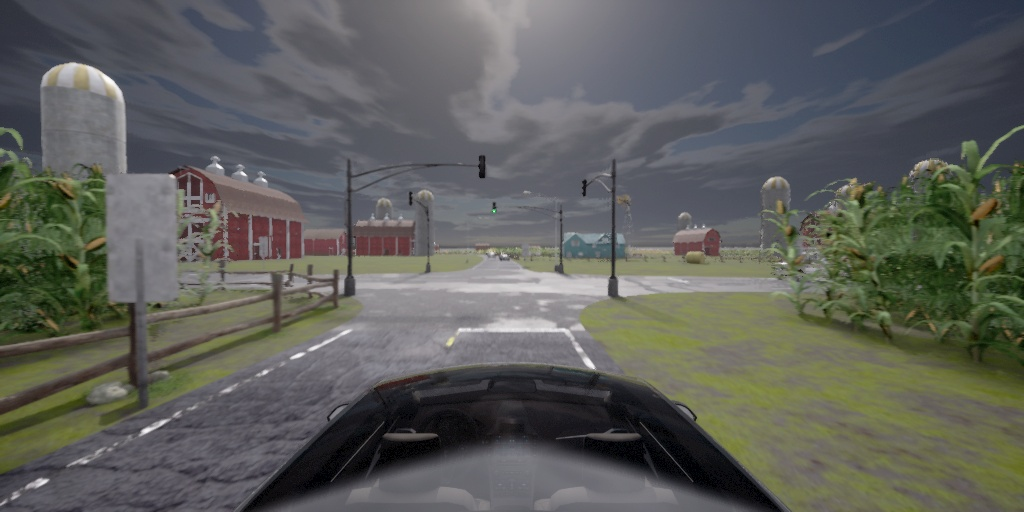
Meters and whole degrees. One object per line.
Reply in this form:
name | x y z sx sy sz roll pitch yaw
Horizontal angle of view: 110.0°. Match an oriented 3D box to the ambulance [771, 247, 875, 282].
ambulance | 22.435 0.588 25.861 6.366 2.431 2.351 0 1 0
